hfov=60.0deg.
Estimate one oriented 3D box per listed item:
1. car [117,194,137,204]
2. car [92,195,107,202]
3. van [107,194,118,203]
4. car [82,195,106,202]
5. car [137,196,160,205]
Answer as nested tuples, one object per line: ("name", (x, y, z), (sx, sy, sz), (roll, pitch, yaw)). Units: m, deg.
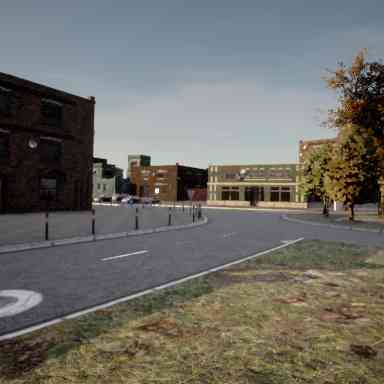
("car", (-12.748, 1.573, 69.969), (2.185, 1.767, 4.553), (1, -1, 32))
("car", (-19.803, 1.393, 74.420), (2.185, 1.767, 4.553), (2, -1, 32))
("van", (-15.283, 1.412, 71.396), (1.878, 1.987, 4.442), (1, -1, 32))
("car", (-22.282, 1.449, 75.937), (2.097, 1.535, 5.008), (2, -1, 32))
("car", (-8.188, 1.825, 67.016), (2.163, 1.488, 4.792), (1, -1, 32))
